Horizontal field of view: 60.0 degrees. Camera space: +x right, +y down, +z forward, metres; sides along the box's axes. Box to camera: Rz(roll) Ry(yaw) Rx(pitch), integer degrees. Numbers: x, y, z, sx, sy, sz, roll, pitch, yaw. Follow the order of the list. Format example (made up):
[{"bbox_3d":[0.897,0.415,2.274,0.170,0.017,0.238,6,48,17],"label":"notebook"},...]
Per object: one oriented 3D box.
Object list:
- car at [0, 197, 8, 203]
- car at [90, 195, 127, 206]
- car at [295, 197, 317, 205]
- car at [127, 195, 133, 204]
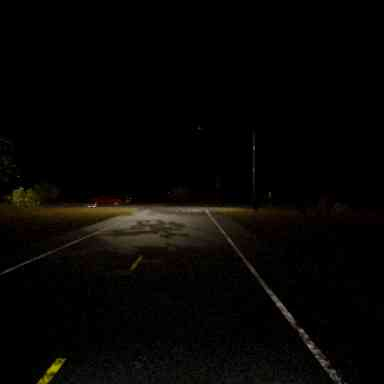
[{"bbox_3d":[-32.876,1.438,58.172,4.718,1.301,1.895,0,0,-2],"label":"car"},{"bbox_3d":[-13.201,1.425,51.762,5.008,1.535,1.882,0,0,-2],"label":"car"},{"bbox_3d":[20.752,1.616,59.698,4.892,1.490,1.837,-2,0,-2],"label":"car"},{"bbox_3d":[-12.859,1.288,58.772,4.553,1.767,2.097,0,0,-2],"label":"car"}]
